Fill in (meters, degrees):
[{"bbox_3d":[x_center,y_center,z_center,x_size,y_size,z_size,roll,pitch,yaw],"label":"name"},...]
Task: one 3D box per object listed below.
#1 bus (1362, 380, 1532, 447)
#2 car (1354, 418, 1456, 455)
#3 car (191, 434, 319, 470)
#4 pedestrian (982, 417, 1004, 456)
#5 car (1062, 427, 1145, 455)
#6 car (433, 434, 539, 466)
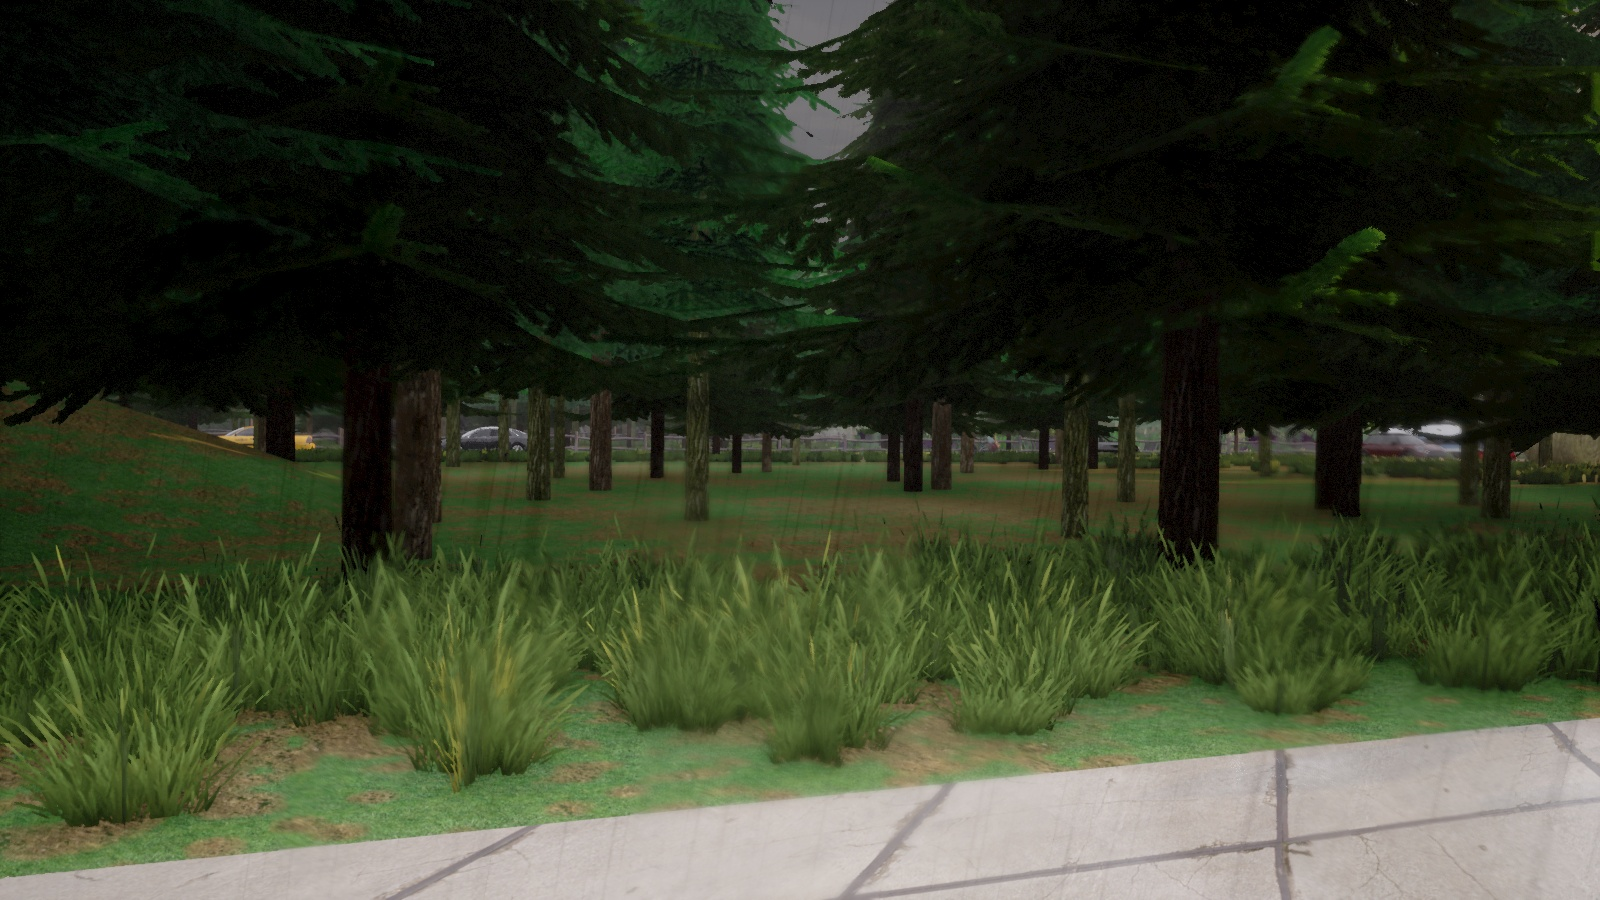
[{"bbox_3d":[42.684,-2.396,82.883,10.273,4.253,3.944,-1,1,-19],"label":"bus"},{"bbox_3d":[31.012,-0.701,64.507,2.097,1.767,4.553,-1,1,-21],"label":"car"},{"bbox_3d":[-25.178,0.062,58.221,5.366,1.575,1.801,-1,1,-21],"label":"car"},{"bbox_3d":[9.677,-0.679,62.991,0.873,1.952,0.659,-1,1,-15],"label":"pedestrian"},{"bbox_3d":[16.977,-0.523,70.245,4.193,1.474,1.816,-1,1,-19],"label":"car"},{"bbox_3d":[-15.475,-0.037,61.913,4.892,1.490,1.837,-1,1,-21],"label":"car"}]
